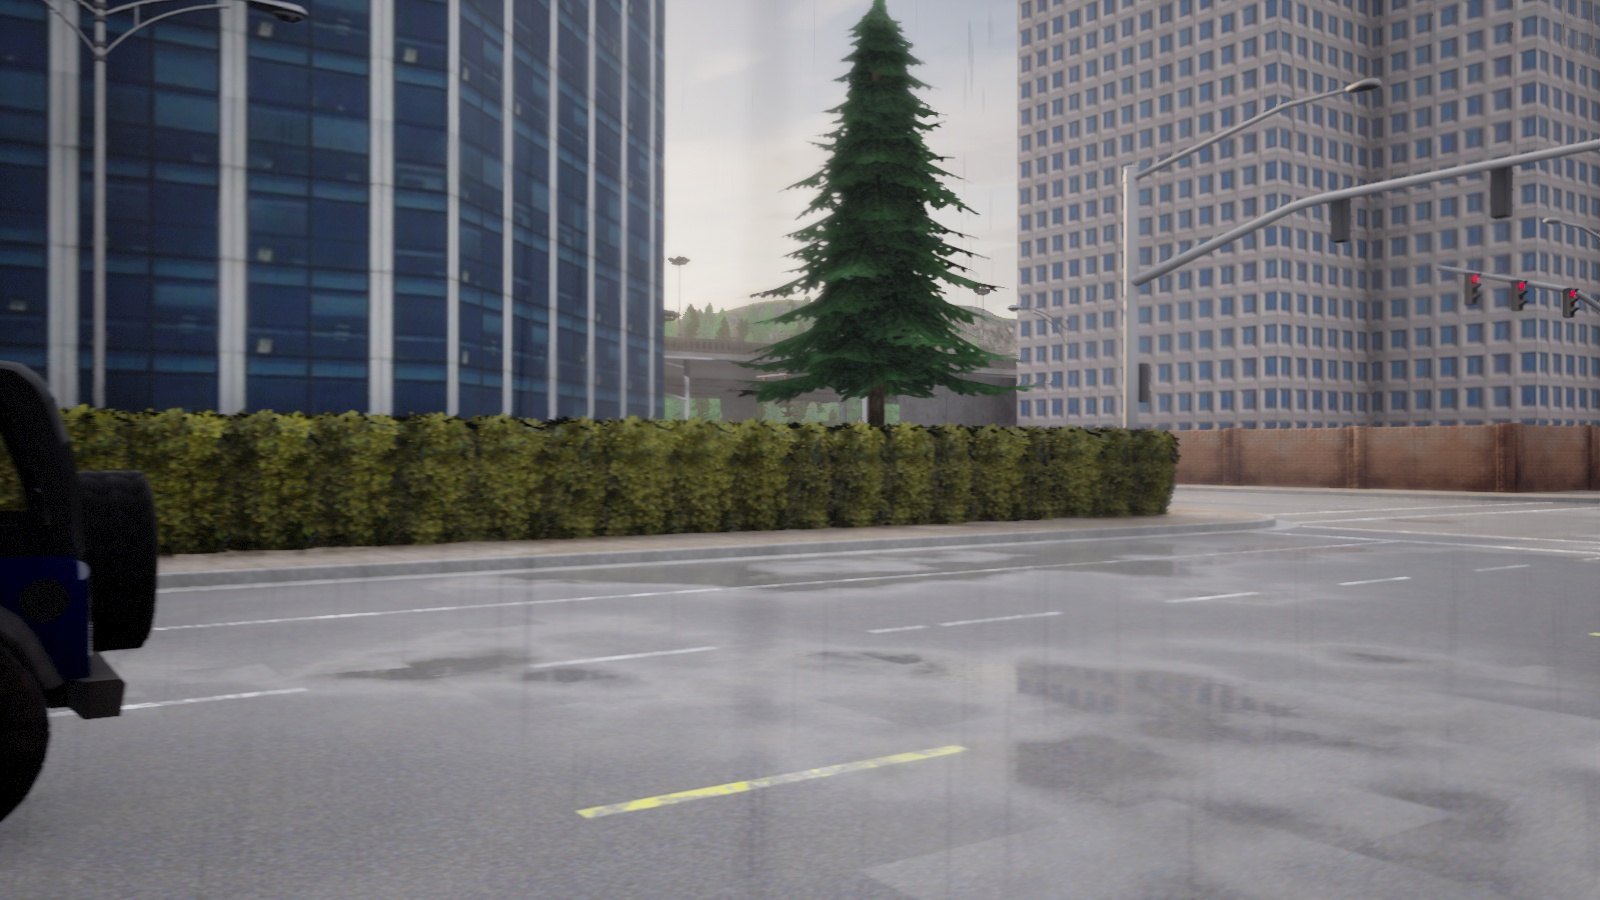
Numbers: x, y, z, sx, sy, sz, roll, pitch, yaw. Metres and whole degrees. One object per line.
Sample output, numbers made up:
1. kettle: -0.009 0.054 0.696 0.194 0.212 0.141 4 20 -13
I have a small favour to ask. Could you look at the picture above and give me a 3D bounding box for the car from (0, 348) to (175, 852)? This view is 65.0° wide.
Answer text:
1. car: -4.633 0.562 4.700 3.866 1.878 1.905 0 0 -35
